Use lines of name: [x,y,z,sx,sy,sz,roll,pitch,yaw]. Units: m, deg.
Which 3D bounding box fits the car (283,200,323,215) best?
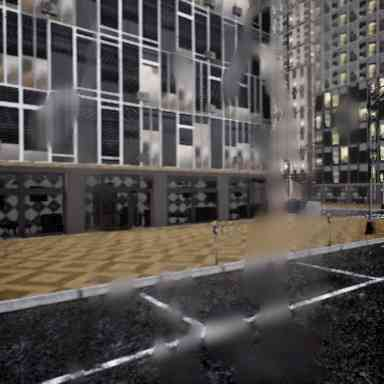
car: [12.932,1.689,38.824,2.097,1.767,4.553,-1,-1,-37]
